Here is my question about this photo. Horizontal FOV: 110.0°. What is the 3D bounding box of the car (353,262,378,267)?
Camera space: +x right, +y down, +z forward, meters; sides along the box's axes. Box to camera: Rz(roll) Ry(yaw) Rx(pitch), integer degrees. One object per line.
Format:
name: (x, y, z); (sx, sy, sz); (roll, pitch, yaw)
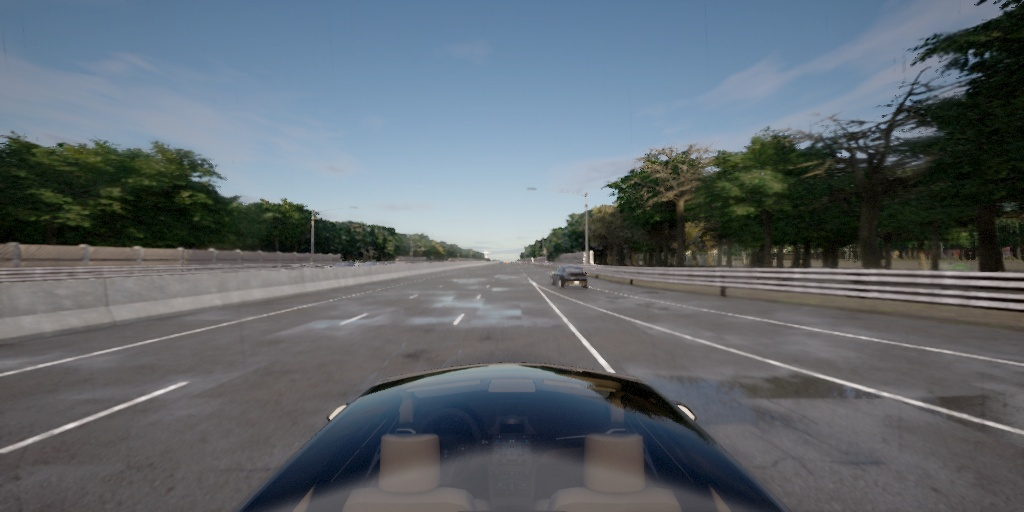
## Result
car: (-21.042, 1.721, 52.789); (1.882, 1.535, 5.008); (0, -1, 0)

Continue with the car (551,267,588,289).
car: (4.005, 1.490, 25.532); (1.837, 1.490, 4.892); (-1, -1, -4)

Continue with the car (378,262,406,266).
car: (-17.547, 1.806, 52.637); (1.994, 1.385, 4.181); (0, -1, 1)

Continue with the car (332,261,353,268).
car: (-24.534, 1.594, 52.661); (2.097, 1.767, 4.553); (0, -1, 0)
